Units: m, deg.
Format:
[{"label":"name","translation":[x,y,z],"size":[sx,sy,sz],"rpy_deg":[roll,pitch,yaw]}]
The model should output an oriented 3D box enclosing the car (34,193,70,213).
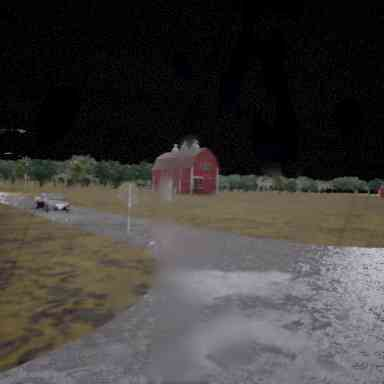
[{"label":"car","translation":[-11.511,0.841,27.278],"size":[2.128,1.511,4.902],"rpy_deg":[3,0,-38]}]
